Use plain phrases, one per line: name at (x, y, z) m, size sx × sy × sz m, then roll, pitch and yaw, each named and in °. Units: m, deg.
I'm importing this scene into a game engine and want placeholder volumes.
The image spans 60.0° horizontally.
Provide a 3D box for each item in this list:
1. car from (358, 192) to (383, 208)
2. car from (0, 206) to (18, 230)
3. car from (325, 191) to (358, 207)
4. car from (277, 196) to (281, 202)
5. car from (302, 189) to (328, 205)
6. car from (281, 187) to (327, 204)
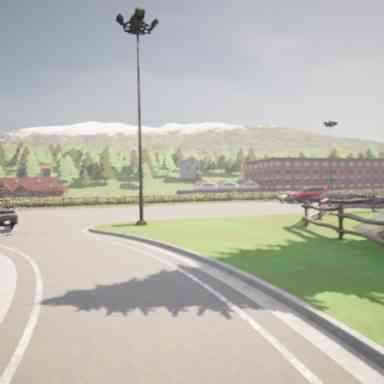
car at (18.643, 0.733, 31.759) m, size 4.674 × 1.442 × 1.812 m, roll -1°, pitch 1°, yaw -17°
car at (-12.121, 1.463, 18.963) m, size 4.902 × 1.511 × 2.128 m, roll -1°, pitch 0°, yaw 26°
car at (16.807, 0.801, 34.858) m, size 4.718 × 1.301 × 1.895 m, roll -1°, pitch 1°, yaw -17°
car at (13.761, 0.647, 44.896) m, size 4.674 × 1.442 × 1.812 m, roll -2°, pitch 1°, yaw -17°
car at (15.910, 0.718, 38.245) m, size 5.357 × 1.411 × 2.033 m, roll -1°, pitch 1°, yaw -17°
car at (14.415, 0.377, 41.438) m, size 5.566 × 2.045 × 2.150 m, roll -1°, pitch 1°, yaw -17°
